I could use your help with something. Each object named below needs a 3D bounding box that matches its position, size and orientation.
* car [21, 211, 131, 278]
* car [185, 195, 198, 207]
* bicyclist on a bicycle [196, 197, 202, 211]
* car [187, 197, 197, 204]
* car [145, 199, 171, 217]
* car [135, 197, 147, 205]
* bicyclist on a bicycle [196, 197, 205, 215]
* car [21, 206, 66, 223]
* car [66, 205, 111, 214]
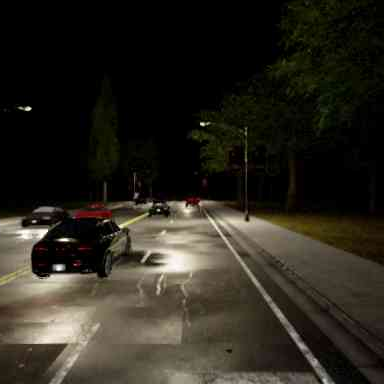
[{"bbox_3d":[-3.152,1.550,10.304,1.837,1.490,4.892,0,0,0],"label":"car"},{"bbox_3d":[0.070,1.470,57.005,2.150,2.045,5.566,0,-1,0],"label":"car"},{"bbox_3d":[0.882,1.558,42.613,0.659,1.776,1.843,0,0,0],"label":"bicyclist on a bicycle"},{"bbox_3d":[-0.020,1.868,74.245,2.033,1.411,5.357,0,0,0],"label":"car"},{"bbox_3d":[-3.159,1.711,33.437,1.994,1.385,4.181,0,0,0],"label":"car"},{"bbox_3d":[-9.788,1.759,64.019,1.882,1.535,5.008,0,0,1],"label":"car"},{"bbox_3d":[0.902,1.587,34.327,0.866,1.612,1.509,0,0,0],"label":"bicyclist on a bicycle"},{"bbox_3d":[-9.854,1.664,22.759,1.994,1.385,4.181,0,0,0],"label":"car"},{"bbox_3d":[-6.605,1.625,22.623,1.812,1.442,4.674,0,0,0],"label":"car"}]
